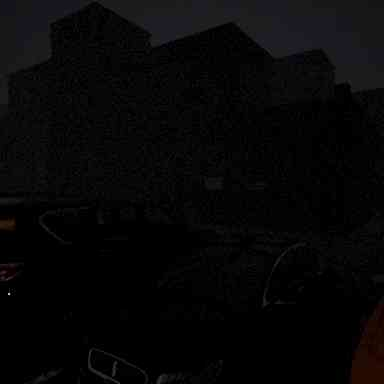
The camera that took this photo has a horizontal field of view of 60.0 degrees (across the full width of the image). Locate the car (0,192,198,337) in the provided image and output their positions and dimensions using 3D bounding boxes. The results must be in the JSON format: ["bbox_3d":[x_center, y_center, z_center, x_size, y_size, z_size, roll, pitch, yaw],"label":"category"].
[{"bbox_3d":[-1.525,1.109,6.478,2.435,2.045,5.566,2,1,35],"label":"car"}]

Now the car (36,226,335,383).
[{"bbox_3d":[0.718,1.429,4.851,2.231,1.521,4.892,2,1,35],"label":"car"}]
